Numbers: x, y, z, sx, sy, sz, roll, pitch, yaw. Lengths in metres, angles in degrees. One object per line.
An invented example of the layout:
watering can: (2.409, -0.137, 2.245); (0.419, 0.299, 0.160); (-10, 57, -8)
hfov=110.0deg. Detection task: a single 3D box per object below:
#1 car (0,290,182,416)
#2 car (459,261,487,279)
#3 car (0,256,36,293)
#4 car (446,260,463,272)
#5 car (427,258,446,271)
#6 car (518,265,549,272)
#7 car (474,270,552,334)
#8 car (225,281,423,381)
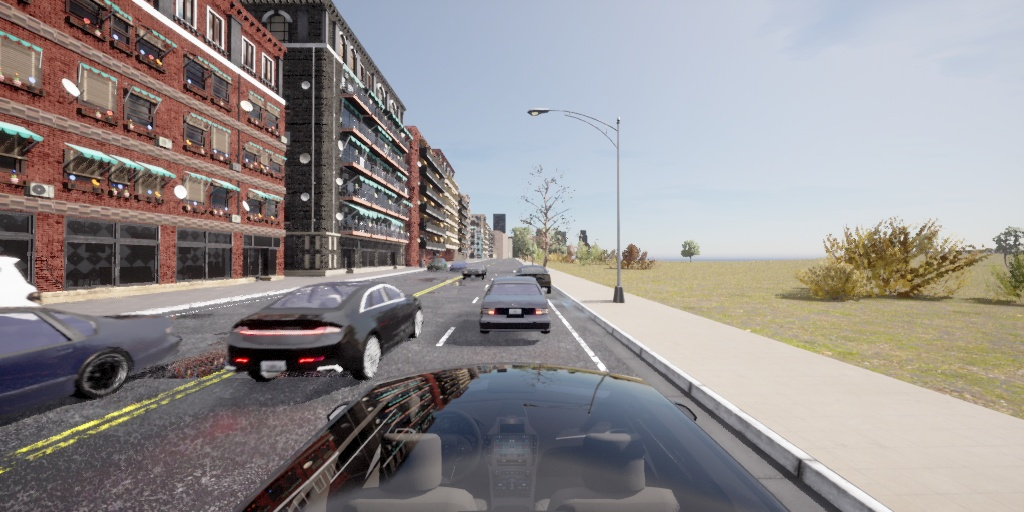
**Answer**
car: (-6.606, 1.298, 3.726); (2.033, 1.411, 5.357); (0, 0, 0)
car: (-3.194, 1.353, 31.650); (1.895, 1.301, 4.718); (0, 0, 0)
car: (-9.856, 0.972, 4.347); (2.150, 2.045, 5.566); (0, 0, 0)
car: (-6.664, 1.277, 45.216); (1.812, 1.442, 4.674); (0, 0, 0)
car: (-9.916, 1.103, 47.789); (2.097, 1.767, 4.553); (0, 0, 0)
car: (1.109, 1.230, 20.381); (1.882, 1.535, 5.008); (0, 0, 0)
car: (0.089, 1.299, 10.617); (2.033, 1.411, 5.357); (0, 0, 0)
car: (-3.160, 1.241, 7.169); (2.128, 1.511, 4.902); (0, 0, 0)
